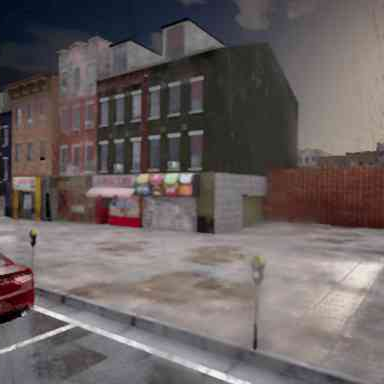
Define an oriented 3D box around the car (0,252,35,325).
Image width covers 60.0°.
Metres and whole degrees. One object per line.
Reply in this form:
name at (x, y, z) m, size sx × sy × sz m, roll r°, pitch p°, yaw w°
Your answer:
car at (-4.728, 1.577, 6.167) m, size 4.507 × 1.381 × 1.887 m, roll 0°, pitch 1°, yaw 36°
